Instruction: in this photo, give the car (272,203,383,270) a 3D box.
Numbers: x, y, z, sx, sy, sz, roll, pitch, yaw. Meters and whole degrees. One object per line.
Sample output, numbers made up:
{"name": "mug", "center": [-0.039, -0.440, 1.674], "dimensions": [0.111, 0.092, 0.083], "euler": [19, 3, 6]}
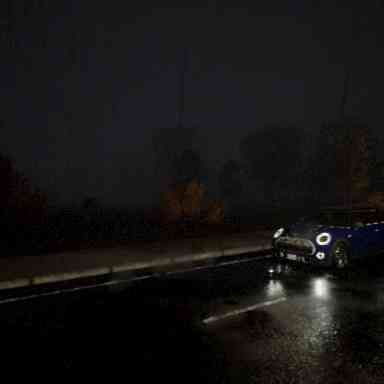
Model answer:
{"name": "car", "center": [4.745, 1.281, 10.925], "dimensions": [4.553, 1.767, 2.097], "euler": [0, 0, -34]}
